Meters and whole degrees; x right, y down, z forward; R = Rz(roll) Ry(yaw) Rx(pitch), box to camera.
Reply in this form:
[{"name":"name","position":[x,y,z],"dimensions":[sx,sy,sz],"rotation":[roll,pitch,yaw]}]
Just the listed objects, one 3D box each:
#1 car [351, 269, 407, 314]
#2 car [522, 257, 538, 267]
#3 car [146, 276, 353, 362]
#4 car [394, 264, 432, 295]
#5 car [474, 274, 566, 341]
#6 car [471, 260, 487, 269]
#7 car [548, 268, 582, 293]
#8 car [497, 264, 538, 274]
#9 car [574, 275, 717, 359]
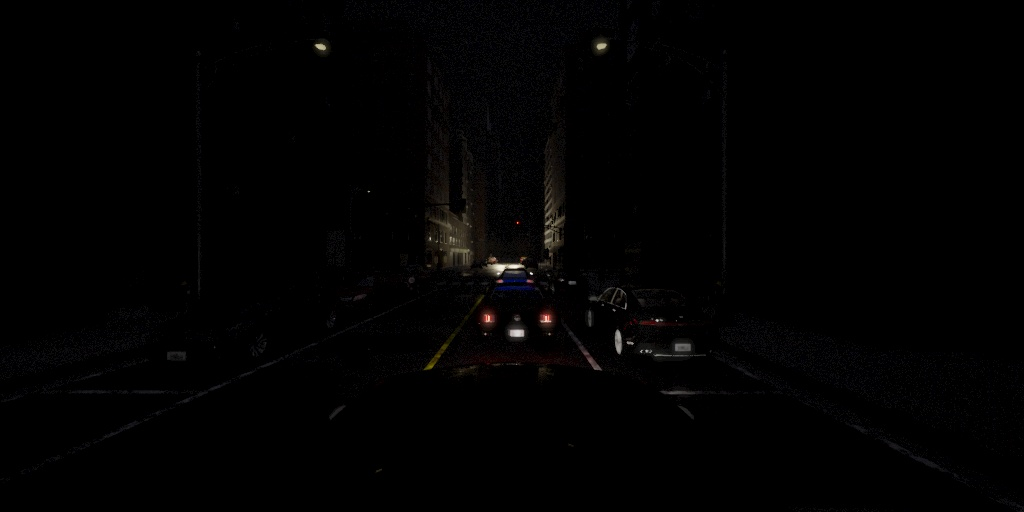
[{"name":"car","position":[-5.632,1.332,13.726],"dimensions":[1.802,1.307,4.207],"rotation":[0,0,0]},{"name":"car","position":[3.063,1.225,56.289],"dimensions":[1.967,1.591,4.097],"rotation":[0,0,0]},{"name":"car","position":[-5.649,1.315,8.225],"dimensions":[1.948,1.339,4.313],"rotation":[0,0,0]},{"name":"car","position":[-5.614,1.190,19.227],"dimensions":[1.967,1.591,4.097],"rotation":[0,0,0]},{"name":"car","position":[0.120,1.351,9.823],"dimensions":[1.895,1.301,4.718],"rotation":[0,0,0]},{"name":"car","position":[-5.462,1.367,56.329],"dimensions":[1.802,1.307,4.207],"rotation":[0,0,0]},{"name":"car","position":[2.911,1.316,19.200],"dimensions":[1.948,1.339,4.313],"rotation":[0,0,0]},{"name":"car","position":[0.149,1.314,18.582],"dimensions":[1.994,1.385,4.181],"rotation":[0,0,1]},{"name":"car","position":[2.876,1.300,8.198],"dimensions":[2.007,1.370,4.403],"rotation":[0,0,0]}]
